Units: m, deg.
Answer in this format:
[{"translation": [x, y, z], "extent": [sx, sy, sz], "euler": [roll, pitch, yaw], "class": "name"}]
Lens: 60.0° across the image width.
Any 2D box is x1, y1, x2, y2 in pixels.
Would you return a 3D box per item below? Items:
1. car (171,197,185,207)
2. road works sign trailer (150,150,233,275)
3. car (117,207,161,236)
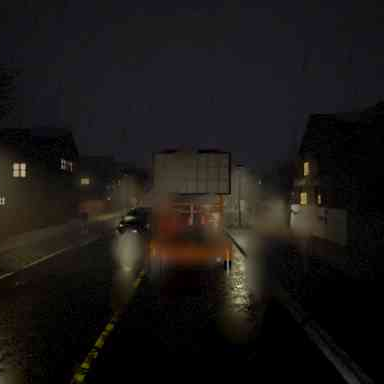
[{"translation": [-2.811, 1.940, 60.456], "extent": [1.895, 1.301, 4.718], "euler": [0, -1, 0], "class": "car"}, {"translation": [-0.002, 0.484, 10.454], "extent": [2.380, 3.560, 2.880], "euler": [0, 0, 1], "class": "road works sign trailer"}, {"translation": [-2.846, 1.596, 19.168], "extent": [2.033, 1.411, 5.357], "euler": [0, 0, 0], "class": "car"}]
